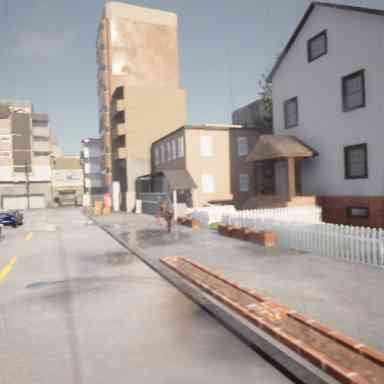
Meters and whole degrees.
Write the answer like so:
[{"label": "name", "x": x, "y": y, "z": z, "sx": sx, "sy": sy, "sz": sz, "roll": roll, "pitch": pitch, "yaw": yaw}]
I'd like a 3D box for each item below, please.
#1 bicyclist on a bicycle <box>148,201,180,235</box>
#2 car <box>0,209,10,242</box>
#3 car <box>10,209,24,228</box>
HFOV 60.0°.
[{"label": "bicyclist on a bicycle", "x": -1.363, "y": 1.280, "z": 16.250, "sx": 1.656, "sy": 1.620, "sz": 0.582, "roll": -3, "pitch": 1, "yaw": -22}, {"label": "car", "x": -9.864, "y": 1.748, "z": 14.933, "sx": 2.128, "sy": 1.511, "sz": 4.902, "roll": -2, "pitch": 0, "yaw": -22}, {"label": "car", "x": -13.604, "y": 1.928, "z": 24.380, "sx": 1.895, "sy": 1.301, "sz": 4.718, "roll": -2, "pitch": 0, "yaw": -22}]
